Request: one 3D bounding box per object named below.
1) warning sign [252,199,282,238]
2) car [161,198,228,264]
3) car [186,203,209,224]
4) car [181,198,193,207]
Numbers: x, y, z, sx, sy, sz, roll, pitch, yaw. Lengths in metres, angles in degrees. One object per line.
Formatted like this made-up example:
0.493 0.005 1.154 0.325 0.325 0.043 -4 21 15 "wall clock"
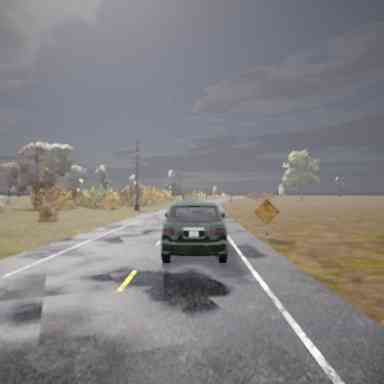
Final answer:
3.727 1.282 16.621 1.300 1.860 1.060 0 0 1 "warning sign"
0.115 1.351 12.518 2.150 2.045 5.566 0 0 1 "car"
0.525 1.789 28.411 1.837 1.490 4.892 0 0 2 "car"
-0.936 1.987 65.647 2.097 1.767 4.553 0 -1 5 "car"
